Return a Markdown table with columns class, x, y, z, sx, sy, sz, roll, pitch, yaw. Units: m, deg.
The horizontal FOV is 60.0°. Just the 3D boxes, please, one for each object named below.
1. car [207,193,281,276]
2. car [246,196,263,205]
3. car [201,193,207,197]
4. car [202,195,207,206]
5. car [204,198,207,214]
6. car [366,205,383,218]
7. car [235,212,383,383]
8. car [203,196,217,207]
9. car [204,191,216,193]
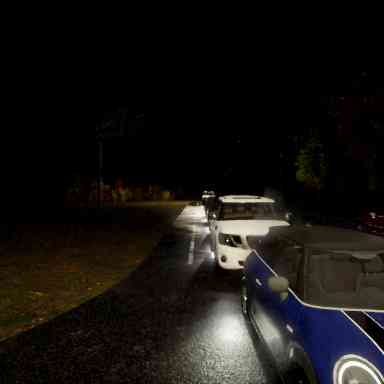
| class | x | y | z | sx | sy | sz | roll | pitch | yaw |
| --- | --- | --- | --- | --- | --- | --- | --- | --- | --- |
| car | 1.716 | 1.160 | 10.502 | 2.150 | 2.045 | 5.566 | 0 | 0 | 1 |
| car | 9.601 | 1.334 | 51.661 | 1.895 | 1.301 | 4.718 | 0 | 0 | 1 |
| car | 2.393 | 1.275 | 41.599 | 2.128 | 1.511 | 4.902 | 0 | 0 | 1 |
| car | 2.113 | 1.322 | 29.344 | 1.882 | 1.535 | 5.008 | 0 | 0 | 1 |
| car | 1.978 | 1.380 | 23.089 | 1.837 | 1.490 | 4.892 | 0 | 0 | 1 |
| car | 8.776 | 1.270 | 13.970 | 2.097 | 1.767 | 4.553 | 0 | 0 | 1 |
| car | 1.940 | 1.338 | 4.156 | 2.097 | 1.767 | 4.553 | 0 | 0 | 0 |
| car | 2.567 | 1.314 | 48.008 | 1.994 | 1.385 | 4.181 | 0 | 0 | 2 |
| car | 2.743 | 0.938 | 54.441 | 2.150 | 2.045 | 5.566 | 0 | 0 | 2 |
